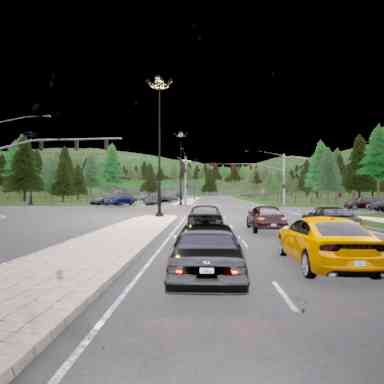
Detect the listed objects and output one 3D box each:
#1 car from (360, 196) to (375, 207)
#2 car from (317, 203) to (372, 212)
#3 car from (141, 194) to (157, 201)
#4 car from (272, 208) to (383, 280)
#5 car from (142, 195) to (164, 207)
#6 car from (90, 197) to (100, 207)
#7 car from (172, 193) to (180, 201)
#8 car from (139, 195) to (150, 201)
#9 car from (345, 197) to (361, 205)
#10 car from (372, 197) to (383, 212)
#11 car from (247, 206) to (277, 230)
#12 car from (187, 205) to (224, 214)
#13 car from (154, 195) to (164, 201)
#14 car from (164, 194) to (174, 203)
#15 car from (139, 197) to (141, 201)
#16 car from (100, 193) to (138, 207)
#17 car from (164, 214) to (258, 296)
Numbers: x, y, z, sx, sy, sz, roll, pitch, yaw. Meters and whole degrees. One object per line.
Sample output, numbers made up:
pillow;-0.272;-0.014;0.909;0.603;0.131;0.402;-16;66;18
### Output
car;22.696;1.490;38.385;4.902;1.511;2.128;0;0;3
car;7.765;1.547;18.880;2.033;1.411;5.357;0;0;3
car;-8.785;1.513;68.472;2.128;1.511;4.902;0;0;2
car;3.944;1.477;10.048;1.882;1.535;5.008;0;0;3
car;-6.053;1.562;51.629;1.994;1.385;4.181;0;0;2
car;-14.111;1.476;52.678;1.882;1.535;5.008;1;0;18
car;-4.733;1.352;82.014;2.097;1.767;4.553;0;0;2
car;-11.739;1.521;82.014;1.812;1.442;4.674;0;0;2
car;21.611;1.350;41.947;4.553;1.767;2.097;0;0;3
car;22.429;1.546;34.894;5.357;1.411;2.033;0;0;3
car;4.280;1.525;19.266;1.812;1.442;4.674;0;0;3
car;0.746;1.477;18.663;1.882;1.535;5.008;0;0;3
car;-8.181;1.549;83.377;1.994;1.385;4.181;0;0;2
car;-5.350;1.598;67.164;1.895;1.301;4.718;0;0;3
car;-12.335;1.557;67.458;1.994;1.385;4.181;0;0;3
car;-11.010;1.219;51.011;2.150;2.045;5.566;1;1;26
car;0.388;1.547;8.844;2.033;1.411;5.357;0;0;2
